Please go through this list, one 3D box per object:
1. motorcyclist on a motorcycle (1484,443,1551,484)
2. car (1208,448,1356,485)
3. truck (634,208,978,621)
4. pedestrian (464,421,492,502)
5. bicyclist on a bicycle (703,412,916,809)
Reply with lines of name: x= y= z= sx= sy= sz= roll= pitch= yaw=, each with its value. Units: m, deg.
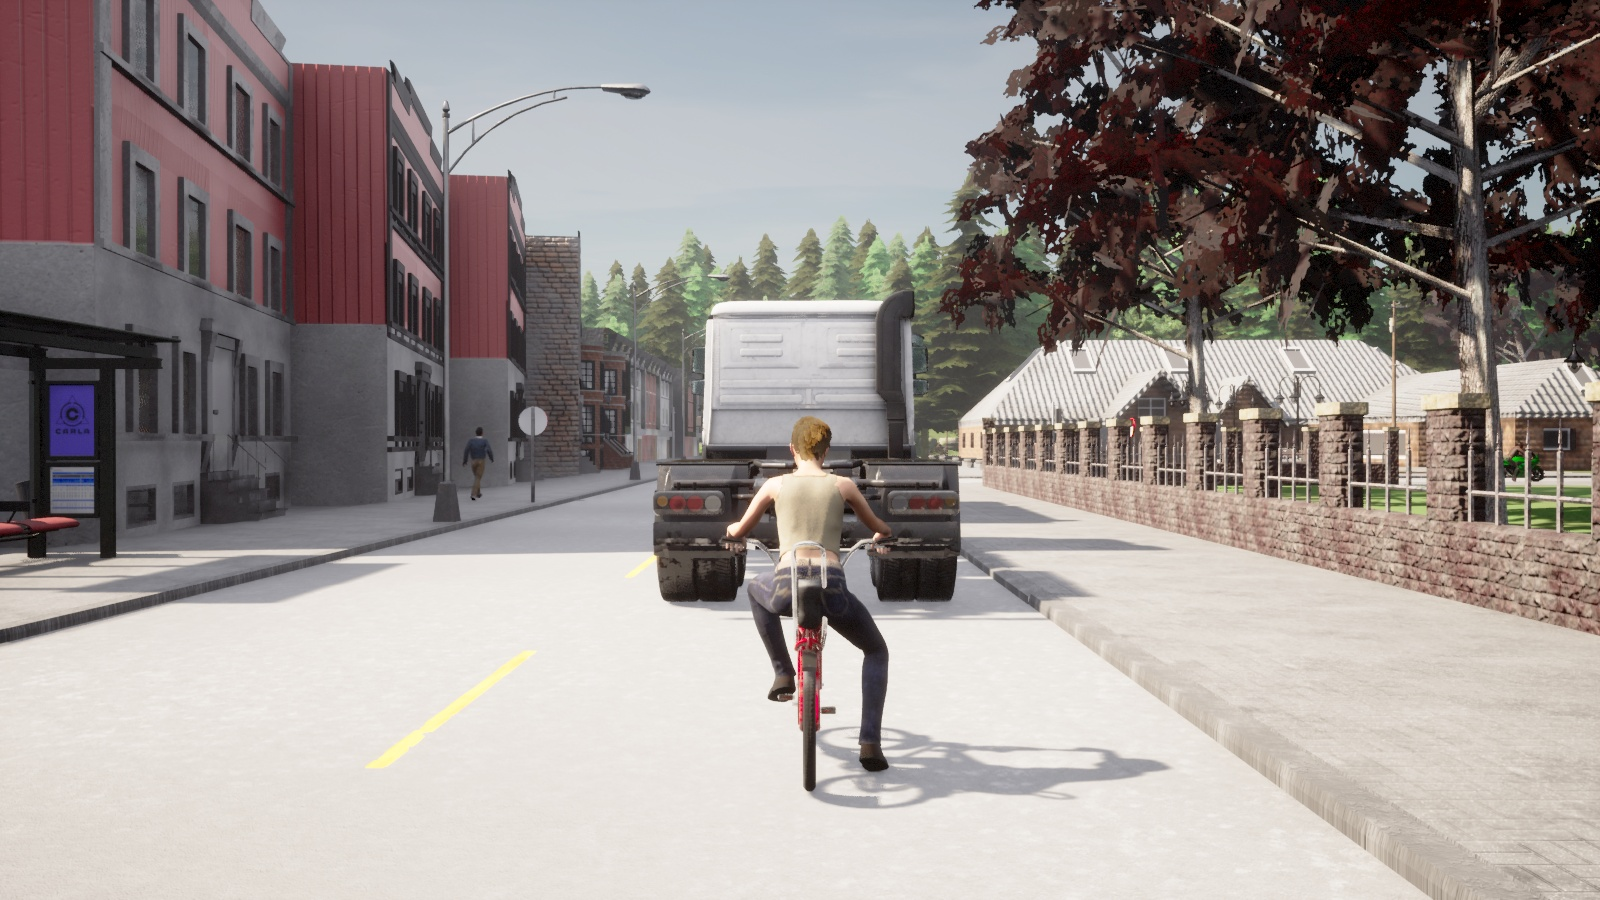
motorcyclist on a motorcycle: x=26.488 y=0.488 z=46.375 sx=2.044 sy=1.523 sz=0.797 roll=0 pitch=0 yaw=-1
car: x=17.769 y=0.599 z=46.425 sx=4.718 sy=1.301 sz=1.895 roll=0 pitch=0 yaw=-1
truck: x=0.095 y=-0.317 z=14.519 sx=2.891 sy=3.462 sz=7.936 roll=0 pitch=0 yaw=1
pedestrian: x=-7.821 y=0.278 z=30.507 sx=0.423 sy=1.949 sz=0.788 roll=0 pitch=0 yaw=4
bicyclist on a bicycle: x=0.044 y=0.650 z=5.856 sx=0.866 sy=1.612 sz=1.509 roll=0 pitch=0 yaw=0
